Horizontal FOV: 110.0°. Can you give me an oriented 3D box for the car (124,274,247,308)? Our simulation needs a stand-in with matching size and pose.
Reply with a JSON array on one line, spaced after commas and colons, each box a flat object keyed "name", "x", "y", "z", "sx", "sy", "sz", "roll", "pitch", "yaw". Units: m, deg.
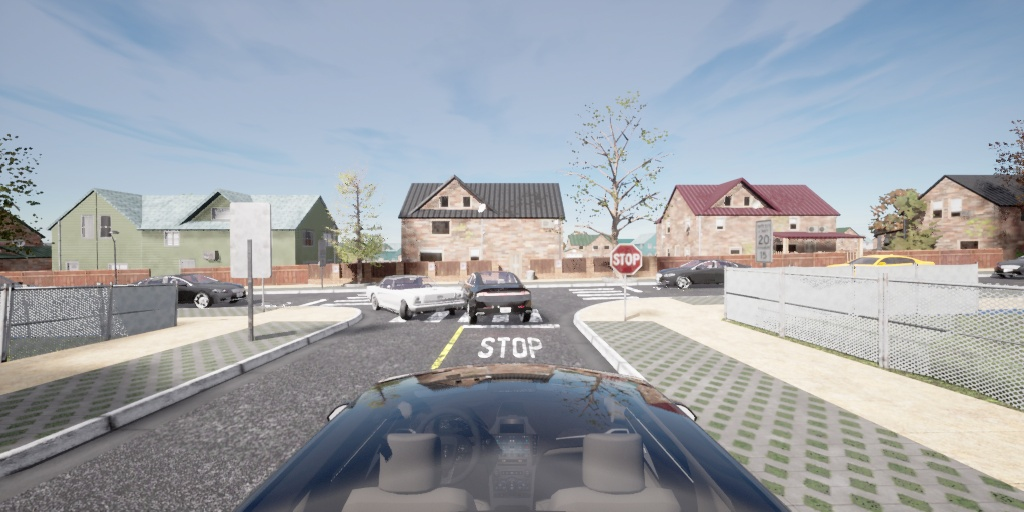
[{"name": "car", "x": -14.894, "y": 1.566, "z": 16.368, "sx": 4.902, "sy": 1.511, "sz": 2.128, "roll": -1, "pitch": 1, "yaw": 0}]

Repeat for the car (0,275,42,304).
[{"name": "car", "x": -24.231, "y": 1.648, "z": 16.333, "sx": 4.553, "sy": 1.767, "sz": 2.097, "roll": -1, "pitch": 1, "yaw": 0}]

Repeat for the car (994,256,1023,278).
[{"name": "car", "x": 29.396, "y": 0.478, "z": 19.470, "sx": 4.902, "sy": 1.511, "sz": 2.128, "roll": -1, "pitch": 1, "yaw": 0}]

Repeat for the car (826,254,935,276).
[{"name": "car", "x": 19.771, "y": 0.690, "z": 19.439, "sx": 5.008, "sy": 1.535, "sz": 1.882, "roll": -1, "pitch": 1, "yaw": 0}]

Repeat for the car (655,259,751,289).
[{"name": "car", "x": 10.341, "y": 0.925, "z": 19.408, "sx": 4.902, "sy": 1.511, "sz": 2.128, "roll": -1, "pitch": 1, "yaw": 0}]

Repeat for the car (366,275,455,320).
[{"name": "car", "x": -3.596, "y": 1.367, "z": 12.866, "sx": 1.895, "sy": 1.301, "sz": 4.718, "roll": 0, "pitch": 0, "yaw": -38}]

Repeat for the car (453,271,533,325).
[{"name": "car", "x": -0.679, "y": 1.242, "z": 12.005, "sx": 2.128, "sy": 1.511, "sz": 4.902, "roll": 0, "pitch": 0, "yaw": -12}]
